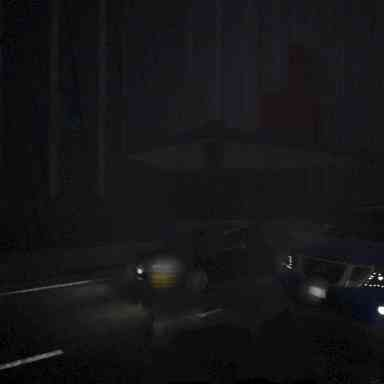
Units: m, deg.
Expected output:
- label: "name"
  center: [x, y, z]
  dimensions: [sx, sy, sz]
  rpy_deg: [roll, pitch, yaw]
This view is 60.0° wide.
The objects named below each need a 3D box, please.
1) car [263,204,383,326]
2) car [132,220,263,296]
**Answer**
- label: "car"
  center: [4.281, 1.291, 6.956]
  dimensions: [5.566, 2.045, 2.150]
  rpy_deg: [1, -1, -35]
- label: "car"
  center: [0.812, 1.558, 8.861]
  dimensions: [4.892, 1.490, 1.837]
  rpy_deg: [1, -1, -35]
